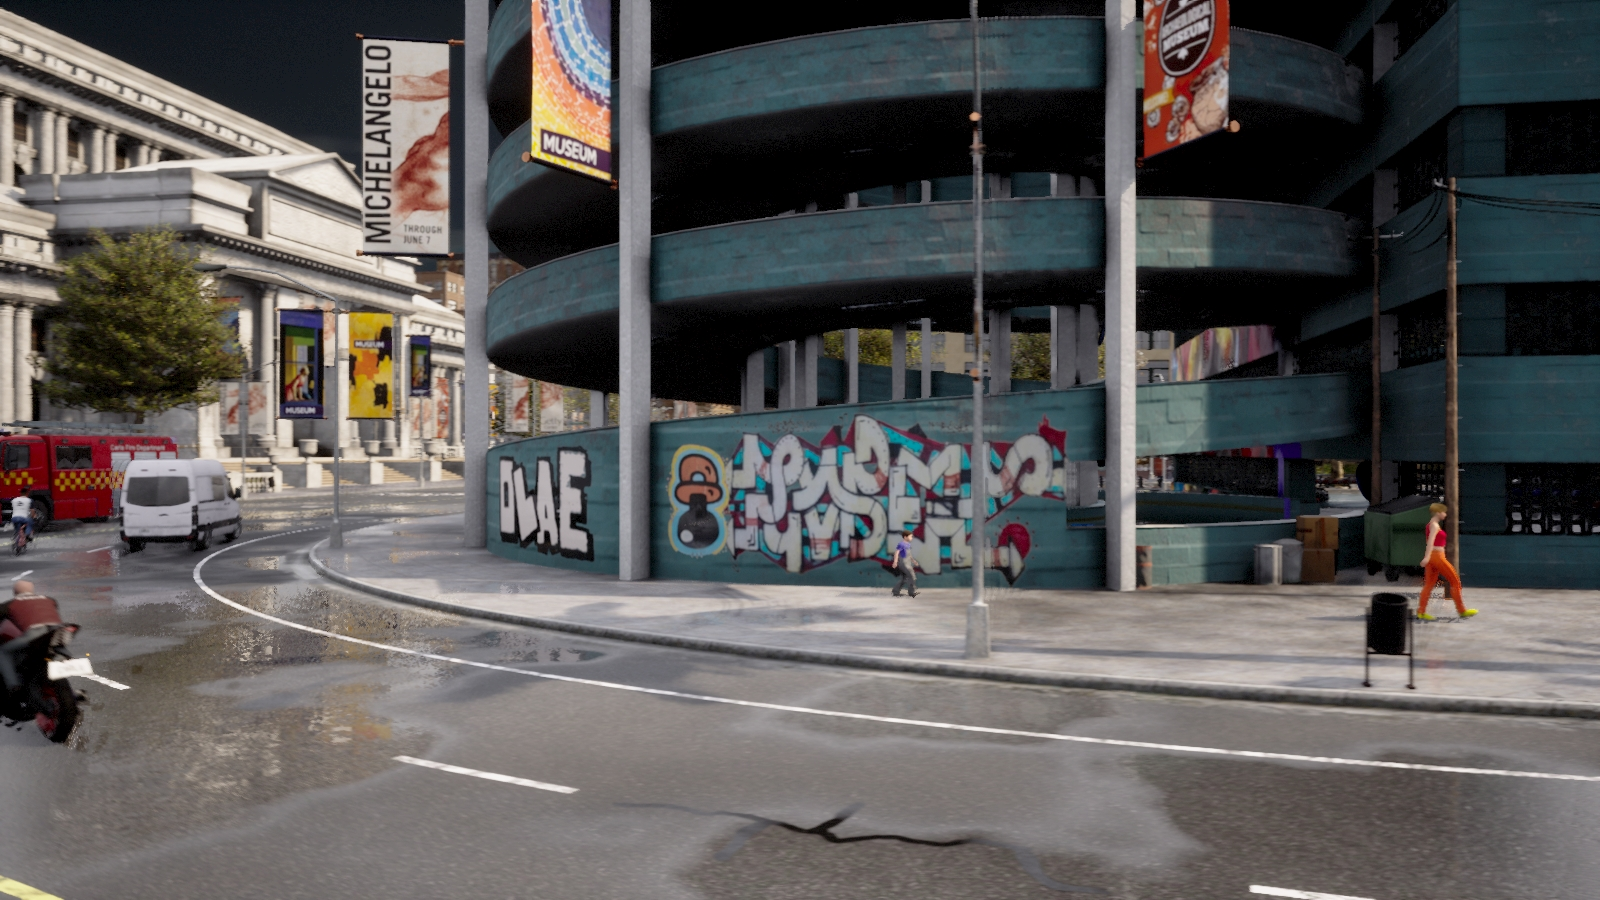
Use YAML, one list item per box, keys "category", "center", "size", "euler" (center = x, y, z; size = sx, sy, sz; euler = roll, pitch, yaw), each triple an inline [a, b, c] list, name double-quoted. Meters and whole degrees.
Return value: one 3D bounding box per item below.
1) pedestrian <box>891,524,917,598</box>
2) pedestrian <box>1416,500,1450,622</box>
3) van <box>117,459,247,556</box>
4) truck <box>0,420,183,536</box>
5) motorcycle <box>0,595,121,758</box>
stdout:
- category: "pedestrian"
  center: [1.885, 1.996, 20.652]
  size: [0.375, 1.300, 0.375]
  euler: [0, 0, 22]
- category: "pedestrian"
  center: [9.856, 1.716, 17.800]
  size: [0.375, 1.860, 0.375]
  euler: [0, 0, 15]
- category: "van"
  center: [-18.147, 1.559, 33.857]
  size: [1.988, 2.561, 5.915]
  euler: [0, 0, -14]
- category: "truck"
  center: [-26.835, 0.919, 41.643]
  size: [2.891, 3.827, 8.468]
  euler: [0, 0, 12]
- category: "motorcycle"
  center: [-7.814, 2.213, 11.513]
  size: [2.209, 1.251, 0.867]
  euler: [0, -1, 37]
